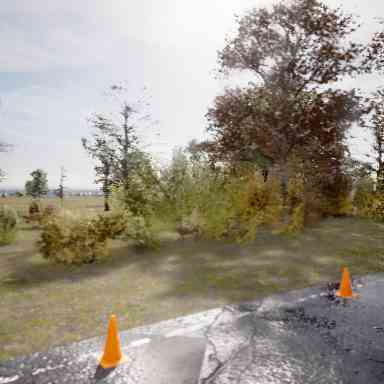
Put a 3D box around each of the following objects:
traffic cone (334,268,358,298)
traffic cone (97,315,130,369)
[{"bbox_3d":[3.310,1.920,7.143,0.340,0.580,0.340,0,0,-31],"label":"traffic cone"},{"bbox_3d":[-1.041,1.929,4.399,0.340,0.580,0.340,0,0,-34],"label":"traffic cone"}]
